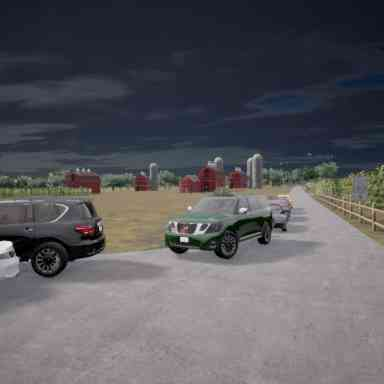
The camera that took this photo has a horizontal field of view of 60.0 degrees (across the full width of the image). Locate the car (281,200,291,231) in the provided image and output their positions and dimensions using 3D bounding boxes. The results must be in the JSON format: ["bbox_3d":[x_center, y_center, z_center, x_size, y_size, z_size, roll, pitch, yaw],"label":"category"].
[{"bbox_3d":[4.415,1.377,18.993,1.994,1.385,4.181,0,0,17],"label":"car"}]

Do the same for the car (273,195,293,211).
[{"bbox_3d":[10.003,1.104,36.475,1.882,1.535,5.008,0,1,18],"label":"car"}]

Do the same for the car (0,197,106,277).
[{"bbox_3d":[-5.365,1.225,9.595,5.566,2.045,2.150,-1,1,-4],"label":"car"}]

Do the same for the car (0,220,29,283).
[{"bbox_3d":[-6.102,1.612,6.676,4.674,1.442,1.812,-2,2,-38],"label":"car"}]

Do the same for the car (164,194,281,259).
[{"bbox_3d":[1.298,1.106,12.668,2.150,2.045,5.566,0,0,34],"label":"car"}]

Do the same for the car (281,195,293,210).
[{"bbox_3d":[6.266,1.231,24.727,1.882,1.535,5.008,0,0,18],"label":"car"}]

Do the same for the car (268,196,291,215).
[{"bbox_3d":[8.189,1.193,30.772,1.837,1.490,4.892,0,0,18],"label":"car"}]
